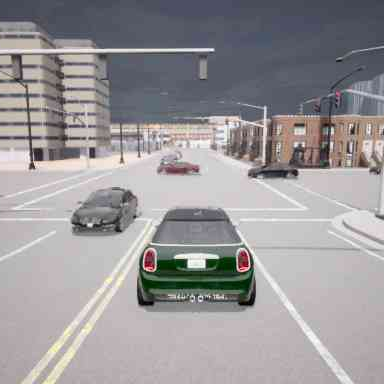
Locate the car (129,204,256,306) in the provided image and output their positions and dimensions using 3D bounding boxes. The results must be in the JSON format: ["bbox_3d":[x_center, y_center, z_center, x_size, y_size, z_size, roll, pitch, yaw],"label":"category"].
[{"bbox_3d":[0.087,1.074,7.671,2.097,1.767,4.553,0,4,0],"label":"car"}]

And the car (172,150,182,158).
[{"bbox_3d":[-3.379,-8.943,77.551,2.097,1.767,4.553,0,8,0],"label":"car"}]

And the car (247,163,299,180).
[{"bbox_3d":[7.783,-2.004,32.091,4.892,1.490,1.837,-1,8,-5],"label":"car"}]

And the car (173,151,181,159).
[{"bbox_3d":[-3.489,-5.930,58.207,1.882,1.535,5.008,0,9,0],"label":"car"}]

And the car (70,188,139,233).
[{"bbox_3d":[-3.492,0.648,14.038,1.837,1.490,4.892,0,7,2],"label":"car"}]

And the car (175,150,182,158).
[{"bbox_3d":[-3.406,-7.270,67.502,1.812,1.442,4.674,0,8,1],"label":"car"}]

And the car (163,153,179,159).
[{"bbox_3d":[-3.537,-4.521,48.870,2.128,1.511,4.902,0,8,1],"label":"car"}]

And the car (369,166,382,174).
[{"bbox_3d":[22.093,-2.510,35.743,5.357,1.411,2.033,0,8,1],"label":"car"}]

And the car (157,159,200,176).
[{"bbox_3d":[-1.436,-2.544,35.859,4.674,1.442,1.812,0,8,0],"label":"car"}]
